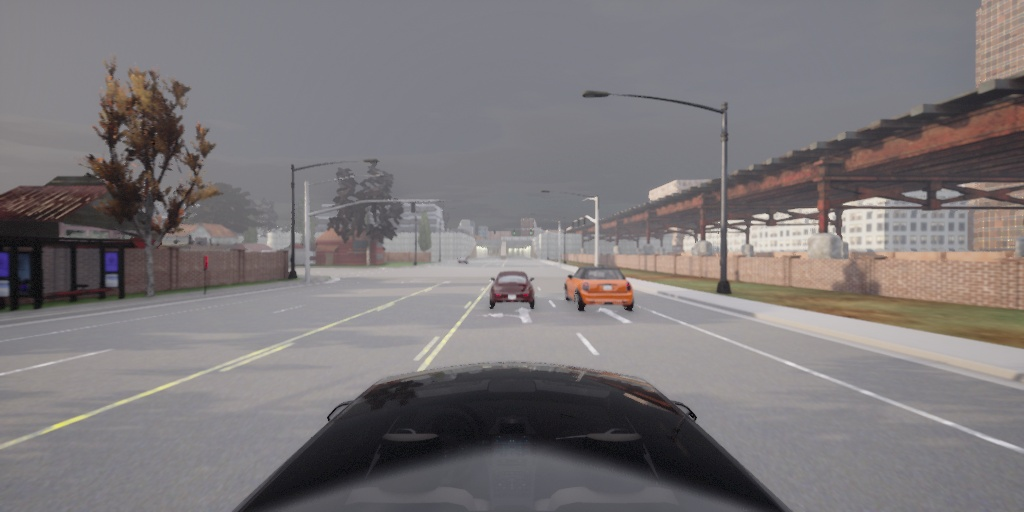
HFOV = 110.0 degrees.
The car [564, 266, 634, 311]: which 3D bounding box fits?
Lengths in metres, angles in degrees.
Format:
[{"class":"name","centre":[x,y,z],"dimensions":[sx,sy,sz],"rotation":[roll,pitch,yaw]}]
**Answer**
[{"class":"car","centre":[3.518,1.196,15.265],"dimensions":[2.097,1.767,4.553],"rotation":[0,0,0]}]

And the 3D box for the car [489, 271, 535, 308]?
[{"class":"car","centre":[0.021,1.372,15.760],"dimensions":[1.812,1.442,4.674],"rotation":[0,0,0]}]
